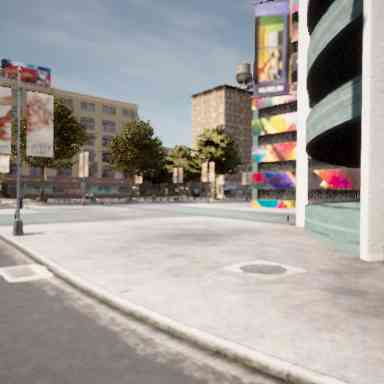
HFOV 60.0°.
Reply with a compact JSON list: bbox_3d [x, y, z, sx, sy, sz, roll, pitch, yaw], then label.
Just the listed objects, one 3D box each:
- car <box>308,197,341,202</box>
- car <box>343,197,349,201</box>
[{"bbox_3d":[15.717,1.326,40.390,4.674,1.452,2.002,0,0,-39],"label":"car"},{"bbox_3d":[22.627,1.452,51.253,4.786,1.482,2.161,0,0,-39],"label":"car"}]
